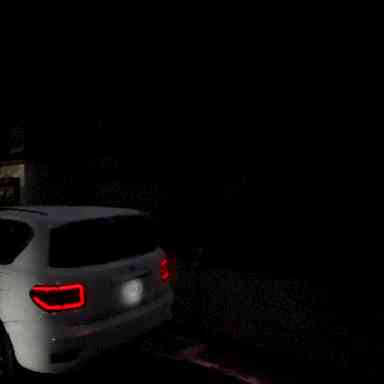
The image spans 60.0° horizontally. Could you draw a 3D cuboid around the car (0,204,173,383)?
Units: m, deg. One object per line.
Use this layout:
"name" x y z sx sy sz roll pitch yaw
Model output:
"car" -2.876 1.221 5.435 5.566 2.045 2.150 0 0 35
